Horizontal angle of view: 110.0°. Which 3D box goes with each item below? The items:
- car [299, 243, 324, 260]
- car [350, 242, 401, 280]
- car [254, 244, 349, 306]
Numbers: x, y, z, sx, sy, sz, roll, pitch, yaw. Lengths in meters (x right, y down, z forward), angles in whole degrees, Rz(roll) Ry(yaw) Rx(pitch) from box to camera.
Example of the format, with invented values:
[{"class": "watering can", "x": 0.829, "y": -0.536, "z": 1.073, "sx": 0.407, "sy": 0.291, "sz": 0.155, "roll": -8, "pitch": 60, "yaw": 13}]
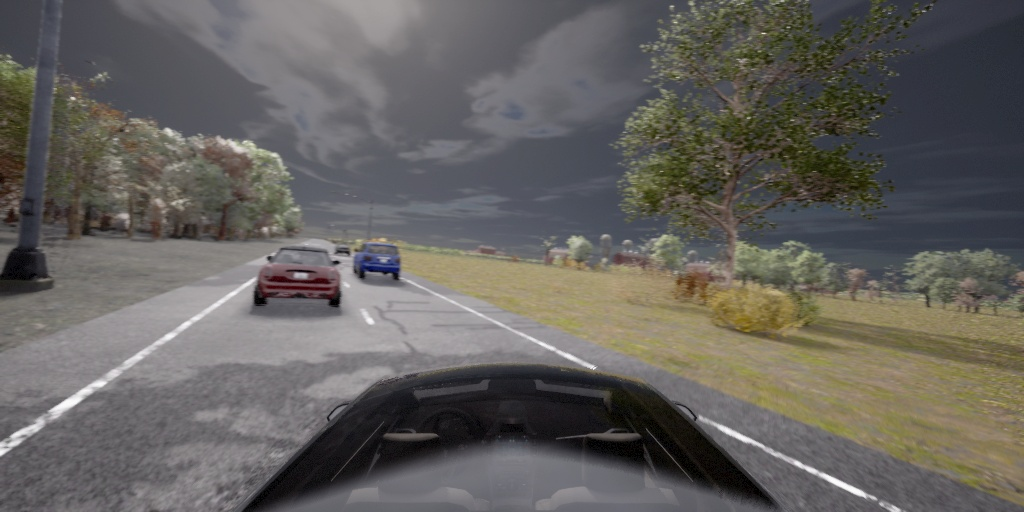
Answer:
[{"class": "car", "x": -19.213, "y": -0.443, "z": 34.438, "sx": 1.895, "sy": 1.301, "sz": 4.718, "roll": 6, "pitch": 0, "yaw": -29}, {"class": "car", "x": -8.113, "y": 0.226, "z": 21.428, "sx": 2.150, "sy": 2.045, "sz": 5.566, "roll": 6, "pitch": 0, "yaw": -29}, {"class": "car", "x": -6.777, "y": 0.464, "z": 11.669, "sx": 2.097, "sy": 1.767, "sz": 4.553, "roll": 6, "pitch": 0, "yaw": -29}]
